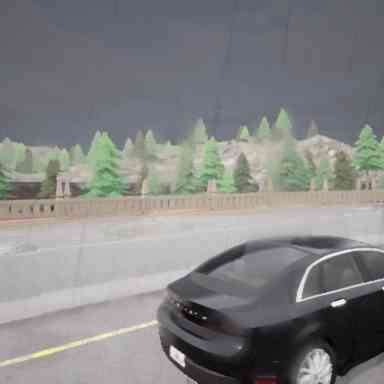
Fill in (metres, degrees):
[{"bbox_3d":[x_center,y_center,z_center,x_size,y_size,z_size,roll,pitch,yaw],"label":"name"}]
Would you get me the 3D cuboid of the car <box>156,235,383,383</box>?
[{"bbox_3d":[1.880,1.384,4.760,4.892,1.490,1.837,-2,1,-33],"label":"car"}]
